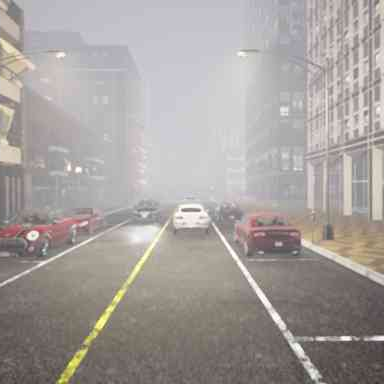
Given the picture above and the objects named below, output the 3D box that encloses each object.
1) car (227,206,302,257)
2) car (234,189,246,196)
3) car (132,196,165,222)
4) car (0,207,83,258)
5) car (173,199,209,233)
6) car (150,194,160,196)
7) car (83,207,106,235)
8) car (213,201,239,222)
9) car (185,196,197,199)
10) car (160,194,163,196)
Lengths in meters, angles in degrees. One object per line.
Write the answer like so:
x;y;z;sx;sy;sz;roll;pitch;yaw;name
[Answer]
2.609;1.422;12.280;1.887;1.381;4.507;0;0;0;car
14.130;0.249;84.770;5.009;1.841;2.192;-1;2;-1;car
-3.162;1.309;24.524;2.128;1.511;4.902;0;0;0;car
-5.772;1.378;12.225;1.967;1.590;4.097;0;0;0;car
-0.038;1.372;18.290;1.812;1.442;4.674;0;1;0;car
-5.996;1.216;46.116;2.008;1.369;4.403;-1;0;0;car
-5.808;1.473;17.874;1.802;1.307;4.206;0;0;0;car
2.534;1.335;23.578;2.008;1.369;4.403;0;0;0;car
-0.169;1.199;39.739;1.812;1.442;4.674;0;0;0;car
-6.032;1.172;51.763;2.008;1.369;4.403;-1;0;0;car
